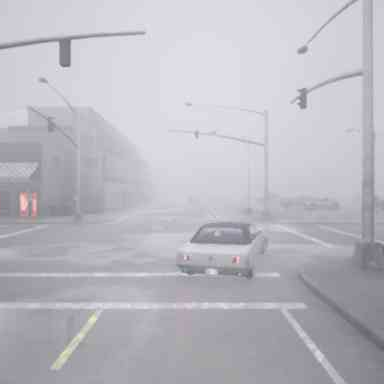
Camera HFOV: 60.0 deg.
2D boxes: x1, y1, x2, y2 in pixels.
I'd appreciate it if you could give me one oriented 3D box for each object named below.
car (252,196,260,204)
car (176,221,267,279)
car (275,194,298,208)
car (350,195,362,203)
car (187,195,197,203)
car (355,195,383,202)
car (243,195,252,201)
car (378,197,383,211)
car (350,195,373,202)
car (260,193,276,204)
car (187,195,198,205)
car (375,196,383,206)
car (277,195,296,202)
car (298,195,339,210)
[{"bbox_3d":[13.760,1.188,59.770,4.605,1.855,1.932,0,0,0],"label":"car"},{"bbox_3d":[1.163,1.552,10.212,1.895,1.301,4.718,0,2,18],"label":"car"},{"bbox_3d":[14.172,1.225,44.070,5.027,1.636,2.152,0,0,0],"label":"car"},{"bbox_3d":[32.310,1.415,63.379,3.633,1.501,1.845,0,0,0],"label":"car"},{"bbox_3d":[0.011,1.446,71.914,2.097,1.767,4.553,0,0,0],"label":"car"},{"bbox_3d":[39.984,1.440,75.225,5.027,1.636,2.152,0,0,0],"label":"car"},{"bbox_3d":[13.898,1.488,78.353,3.633,1.501,1.845,0,0,0],"label":"car"},{"bbox_3d":[21.544,1.356,33.989,4.514,1.523,2.007,0,0,0],"label":"car"},{"bbox_3d":[39.932,1.453,78.362,4.514,1.523,2.007,0,0,0],"label":"car"},{"bbox_3d":[14.172,1.164,56.864,3.866,1.878,1.905,0,0,0],"label":"car"},{"bbox_3d":[0.105,1.430,61.787,2.097,1.767,4.553,0,0,0],"label":"car"},{"bbox_3d":[32.267,1.381,53.387,4.514,1.523,2.007,0,0,0],"label":"car"},{"bbox_3d":[21.319,1.495,75.373,3.806,1.475,1.970,0,0,0],"label":"car"},{"bbox_3d":[14.495,1.295,37.652,3.806,1.475,1.970,0,0,0],"label":"car"}]
